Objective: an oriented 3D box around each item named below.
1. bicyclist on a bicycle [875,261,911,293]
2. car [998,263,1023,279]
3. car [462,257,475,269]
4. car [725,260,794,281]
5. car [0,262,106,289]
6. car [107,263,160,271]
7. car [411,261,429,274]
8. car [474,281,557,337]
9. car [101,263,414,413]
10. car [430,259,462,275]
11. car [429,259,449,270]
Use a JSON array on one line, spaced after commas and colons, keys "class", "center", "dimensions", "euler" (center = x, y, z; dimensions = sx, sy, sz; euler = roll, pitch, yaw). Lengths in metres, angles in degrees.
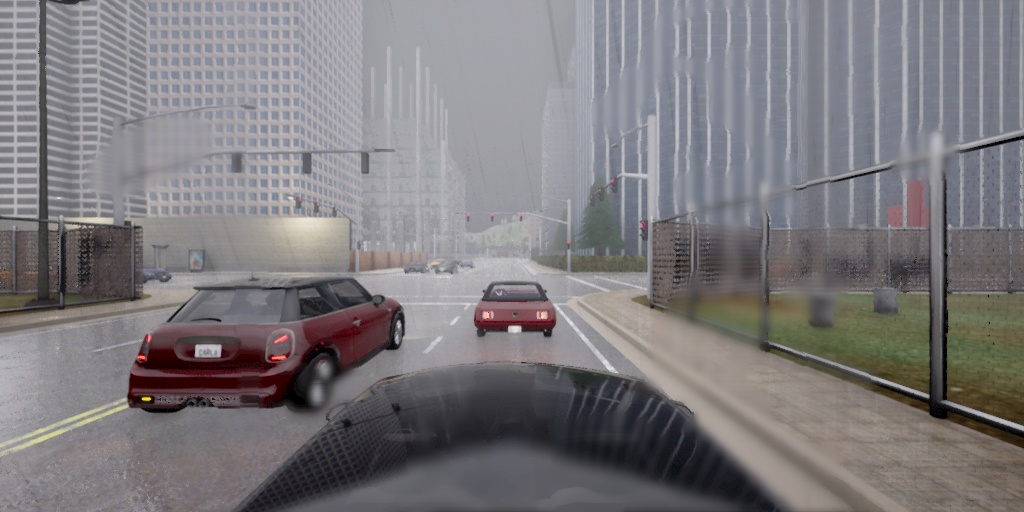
[{"class": "bicyclist on a bicycle", "center": [18.801, 0.984, 17.736], "dimensions": [0.582, 1.620, 1.656], "euler": [0, 0, 0]}, {"class": "car", "center": [41.966, 1.200, 28.632], "dimensions": [4.674, 1.442, 1.812], "euler": [0, 0, 1]}, {"class": "car", "center": [-7.089, 1.236, 56.412], "dimensions": [1.812, 1.442, 4.674], "euler": [0, 0, 0]}, {"class": "car", "center": [19.698, 1.026, 28.717], "dimensions": [4.553, 1.767, 2.097], "euler": [0, 0, 0]}, {"class": "car", "center": [-28.154, 1.157, 21.609], "dimensions": [5.008, 1.535, 1.882], "euler": [0, 0, 0]}, {"class": "car", "center": [-26.675, 1.203, 25.107], "dimensions": [4.674, 1.442, 1.812], "euler": [0, 0, 0]}, {"class": "car", "center": [-10.605, 1.285, 40.025], "dimensions": [1.994, 1.385, 4.181], "euler": [0, 0, 0]}, {"class": "car", "center": [0.077, 1.345, 10.212], "dimensions": [1.895, 1.301, 4.718], "euler": [0, 0, 0]}, {"class": "car", "center": [-3.443, 1.099, 6.207], "dimensions": [2.097, 1.767, 4.553], "euler": [0, 0, 0]}, {"class": "car", "center": [-7.105, 1.214, 39.017], "dimensions": [2.128, 1.511, 4.902], "euler": [0, 0, 0]}, {"class": "car", "center": [-10.602, 1.190, 52.452], "dimensions": [1.882, 1.535, 5.008], "euler": [0, 0, 0]}]
